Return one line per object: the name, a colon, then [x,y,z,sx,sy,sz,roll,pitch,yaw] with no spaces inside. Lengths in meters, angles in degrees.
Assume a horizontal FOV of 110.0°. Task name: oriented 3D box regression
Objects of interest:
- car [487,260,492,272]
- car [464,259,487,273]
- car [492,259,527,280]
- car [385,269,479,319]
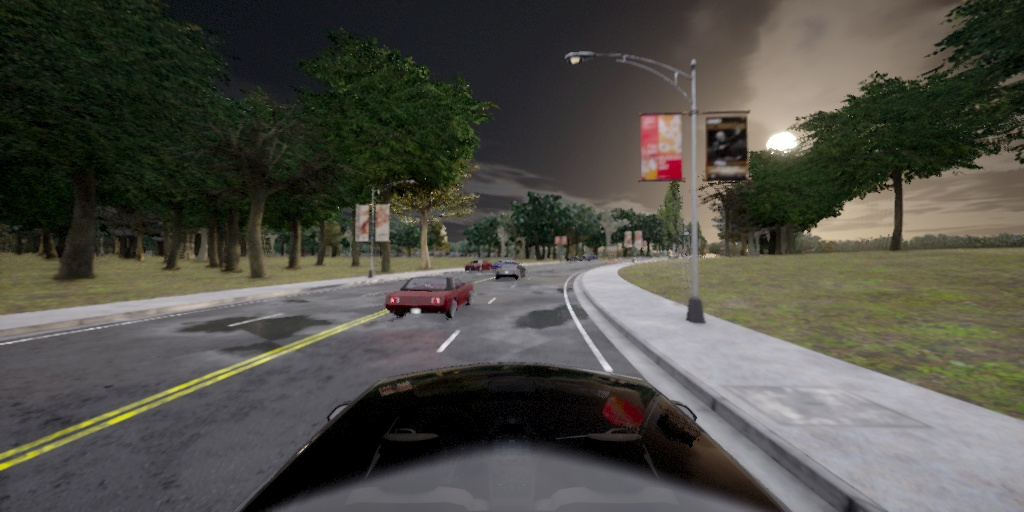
car: [-0.807,1.096,40.943,1.882,1.535,5.008,0,0,17]
car: [-3.892,1.102,41.932,1.882,1.535,5.008,0,0,17]
car: [-0.008,1.225,29.983,1.994,1.385,4.181,0,0,12]
car: [-2.612,1.313,12.632,1.895,1.301,4.718,0,0,5]
